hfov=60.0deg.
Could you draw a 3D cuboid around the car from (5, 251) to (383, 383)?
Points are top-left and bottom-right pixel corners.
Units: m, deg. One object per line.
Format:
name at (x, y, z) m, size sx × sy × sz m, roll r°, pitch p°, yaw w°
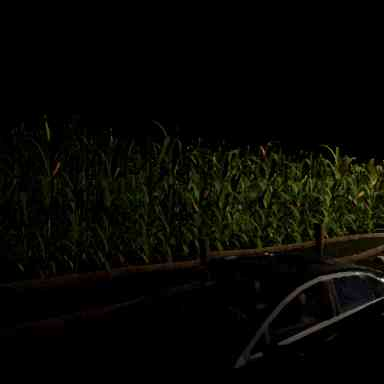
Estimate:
car at (0.700, 1.491, 3.563) m, size 4.902 × 1.511 × 2.128 m, roll 0°, pitch 0°, yaw -35°
